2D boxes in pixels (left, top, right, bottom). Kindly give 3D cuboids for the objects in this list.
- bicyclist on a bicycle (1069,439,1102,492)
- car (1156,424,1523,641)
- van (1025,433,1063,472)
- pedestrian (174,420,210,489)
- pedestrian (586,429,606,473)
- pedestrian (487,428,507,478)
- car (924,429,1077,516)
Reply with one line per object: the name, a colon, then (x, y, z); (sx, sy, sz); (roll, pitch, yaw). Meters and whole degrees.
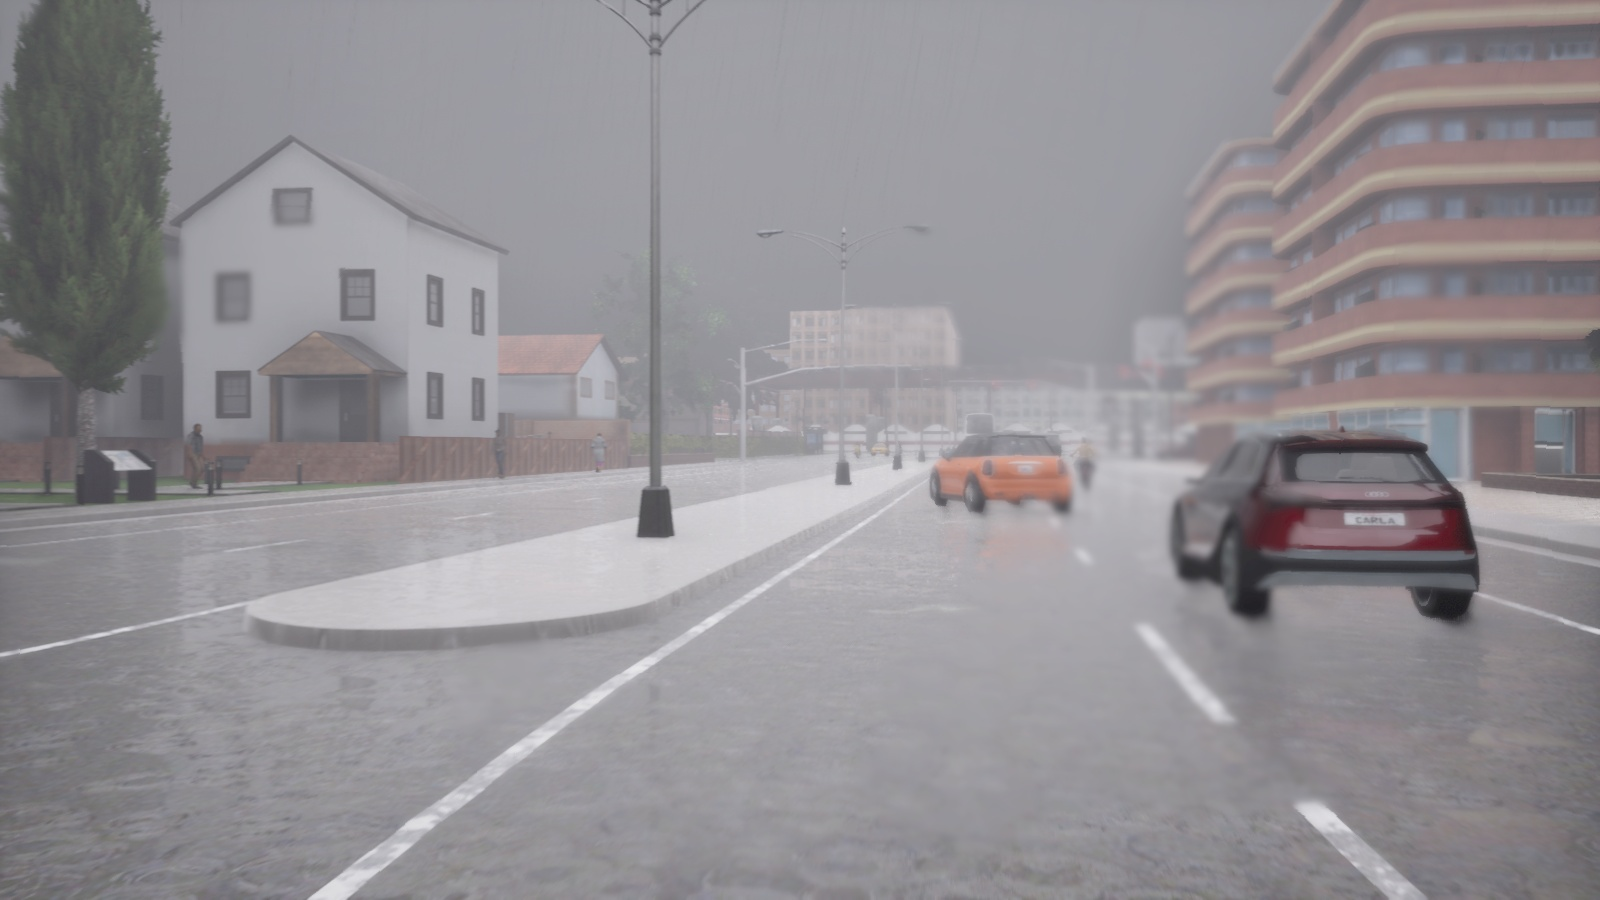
bicyclist on a bicycle: (8.790, 0.471, 38.726); (0.866, 1.612, 1.509); (0, 0, 8)
car: (4.831, 0.614, 12.123); (2.033, 1.649, 4.856); (0, 0, 8)
van: (12.856, 0.132, 66.323); (1.775, 1.987, 4.442); (0, 0, 9)
pedestrian: (-16.516, 0.125, 34.101); (0.694, 1.848, 0.540); (0, 0, 9)
pedestrian: (-9.135, 0.057, 56.371); (0.659, 1.952, 0.873); (0, 0, 8)
pedestrian: (-11.123, 0.114, 46.080); (0.328, 1.805, 0.869); (0, 0, 14)
car: (4.310, 0.449, 27.846); (2.097, 1.767, 4.553); (0, 0, -8)
